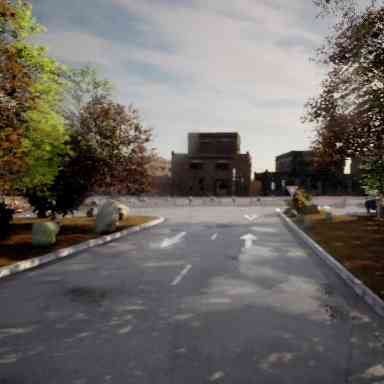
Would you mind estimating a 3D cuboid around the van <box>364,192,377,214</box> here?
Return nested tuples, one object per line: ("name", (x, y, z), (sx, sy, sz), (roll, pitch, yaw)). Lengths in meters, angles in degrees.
("van", (16.273, 0.882, 28.555), (1.878, 1.987, 4.442), (-1, 1, 12))

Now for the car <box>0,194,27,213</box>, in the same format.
("car", (-16.287, 0.960, 27.966), (4.553, 1.767, 2.097), (0, 1, 16))
